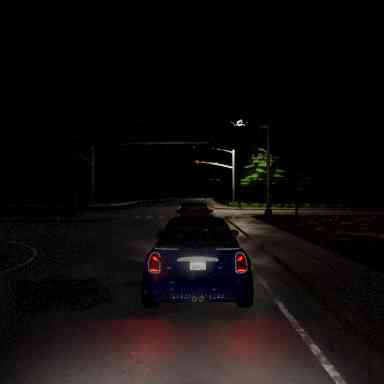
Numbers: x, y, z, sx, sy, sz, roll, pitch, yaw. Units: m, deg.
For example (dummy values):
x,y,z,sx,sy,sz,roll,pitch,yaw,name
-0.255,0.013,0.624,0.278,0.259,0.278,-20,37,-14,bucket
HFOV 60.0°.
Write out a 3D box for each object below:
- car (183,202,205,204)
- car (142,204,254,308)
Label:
x,y,z,sx,sy,sz,roll,pitch,yaw,name
0.116,1.338,18.214,2.097,1.767,4.553,0,0,0,car
0.106,1.347,8.093,2.097,1.767,4.553,0,0,0,car
